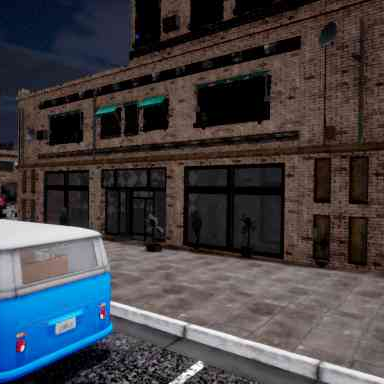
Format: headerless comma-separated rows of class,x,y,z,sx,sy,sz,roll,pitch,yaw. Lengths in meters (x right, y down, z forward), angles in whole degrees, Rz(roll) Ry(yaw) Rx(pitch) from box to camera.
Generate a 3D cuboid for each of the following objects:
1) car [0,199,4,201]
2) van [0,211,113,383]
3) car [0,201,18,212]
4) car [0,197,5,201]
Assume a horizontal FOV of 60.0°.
car,-21.783,1.684,33.348,1.994,1.385,4.181,1,0,36
van,-2.995,1.340,4.998,3.998,1.788,1.690,0,1,36
car,-16.121,1.793,31.270,1.947,1.339,4.313,0,0,36
car,-22.873,1.411,36.230,2.192,1.841,5.009,0,0,36
